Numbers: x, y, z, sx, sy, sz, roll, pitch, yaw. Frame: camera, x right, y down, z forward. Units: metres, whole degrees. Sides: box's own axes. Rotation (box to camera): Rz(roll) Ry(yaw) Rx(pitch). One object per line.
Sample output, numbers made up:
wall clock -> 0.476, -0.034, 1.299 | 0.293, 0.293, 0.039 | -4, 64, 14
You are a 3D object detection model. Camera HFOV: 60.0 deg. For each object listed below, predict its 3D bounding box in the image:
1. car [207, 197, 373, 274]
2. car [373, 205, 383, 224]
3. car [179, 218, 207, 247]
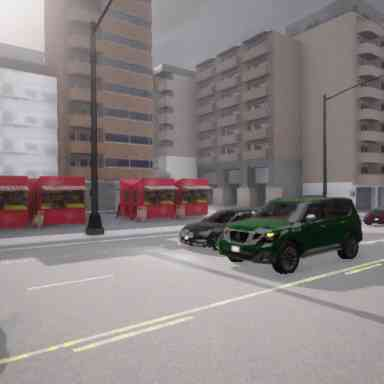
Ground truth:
car -> 3.423, 1.210, 10.941 | 5.566, 2.045, 2.150 | -1, 0, -37
car -> 13.606, 1.607, 22.801 | 4.181, 1.385, 1.994 | 0, 0, -36
car -> 1.732, 1.500, 14.046 | 4.892, 1.490, 1.837 | 0, 0, -37
